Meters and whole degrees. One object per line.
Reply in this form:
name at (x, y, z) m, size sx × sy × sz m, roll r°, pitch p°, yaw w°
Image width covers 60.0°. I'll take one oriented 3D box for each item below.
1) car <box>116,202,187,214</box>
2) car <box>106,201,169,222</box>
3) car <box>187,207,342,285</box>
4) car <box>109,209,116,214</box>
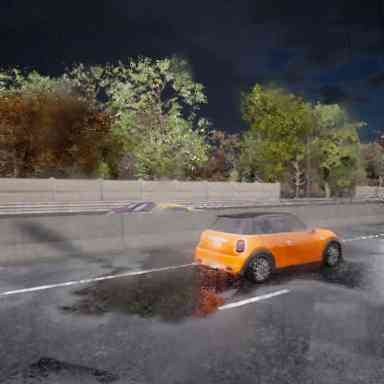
car at (-1.664, 1.477, 19.951) m, size 5.008 × 1.535 × 1.882 m, roll 0°, pitch 0°, yaw -35°
car at (-4.310, 1.525, 26.649) m, size 4.674 × 1.442 × 1.812 m, roll 0°, pitch 0°, yaw -35°
car at (2.380, 1.351, 9.745) m, size 4.553 × 1.767 × 2.097 m, roll 0°, pitch 0°, yaw -35°
car at (-3.191, 1.525, 23.159) m, size 4.674 × 1.442 × 1.812 m, roll 0°, pitch 0°, yaw -35°
